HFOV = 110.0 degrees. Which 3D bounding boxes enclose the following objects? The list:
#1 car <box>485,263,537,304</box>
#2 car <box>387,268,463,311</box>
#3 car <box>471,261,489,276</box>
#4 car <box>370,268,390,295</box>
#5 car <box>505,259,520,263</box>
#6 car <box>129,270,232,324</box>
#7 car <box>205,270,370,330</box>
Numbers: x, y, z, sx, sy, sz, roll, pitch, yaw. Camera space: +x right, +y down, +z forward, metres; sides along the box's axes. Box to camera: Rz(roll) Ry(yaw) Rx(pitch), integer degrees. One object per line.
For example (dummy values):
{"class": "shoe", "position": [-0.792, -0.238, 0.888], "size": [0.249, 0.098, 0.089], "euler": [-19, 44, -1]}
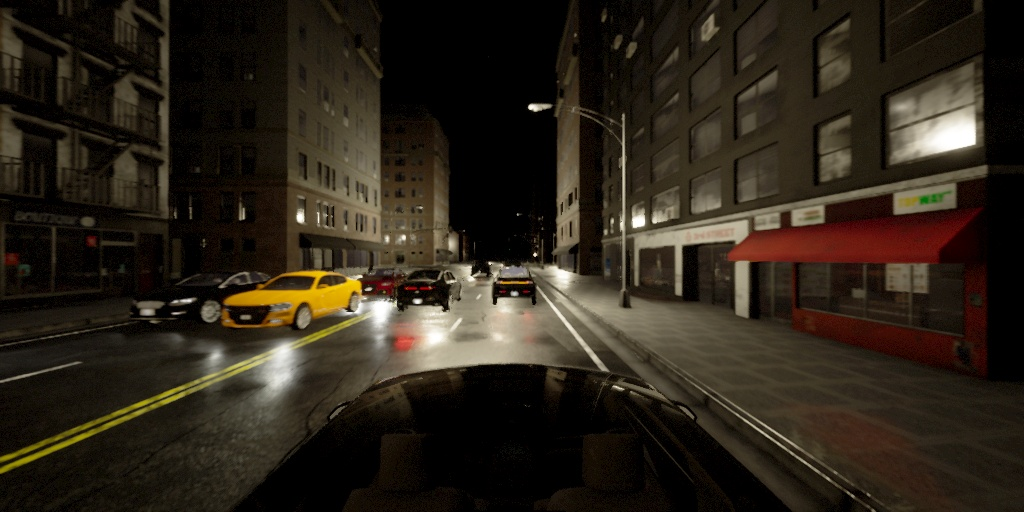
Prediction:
{"class": "car", "position": [0.097, 1.246, 16.329], "size": [2.128, 1.511, 4.902], "euler": [0, 0, 0]}
{"class": "car", "position": [-3.153, 1.259, 14.394], "size": [1.837, 1.490, 4.892], "euler": [0, 0, 0]}
{"class": "car", "position": [-3.158, 1.266, 37.264], "size": [1.837, 1.490, 4.892], "euler": [0, 0, 0]}
{"class": "car", "position": [-6.504, 1.319, 18.247], "size": [1.994, 1.385, 4.181], "euler": [0, 0, 0]}
{"class": "car", "position": [0.092, 1.113, 36.020], "size": [2.097, 1.767, 4.553], "euler": [0, 0, 0]}
{"class": "car", "position": [-9.752, 1.245, 12.044], "size": [2.128, 1.511, 4.902], "euler": [0, 0, 0]}
{"class": "car", "position": [-6.512, 1.230, 11.279], "size": [1.882, 1.535, 5.008], "euler": [0, 0, 0]}
